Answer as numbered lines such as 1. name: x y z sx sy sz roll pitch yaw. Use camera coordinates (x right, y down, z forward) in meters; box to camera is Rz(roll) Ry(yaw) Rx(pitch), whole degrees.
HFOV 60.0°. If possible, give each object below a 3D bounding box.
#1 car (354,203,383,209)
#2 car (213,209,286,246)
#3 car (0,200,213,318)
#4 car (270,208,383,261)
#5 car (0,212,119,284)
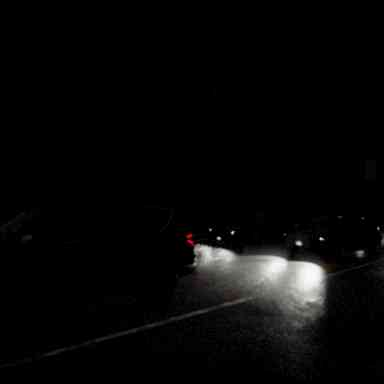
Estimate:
1. car: 11.493 1.409 21.333 5.357 1.411 2.033 0 0 -37
2. car: 3.214 1.469 15.058 5.357 1.411 2.033 0 0 -37
3. car: -2.505 1.214 6.528 5.566 2.045 2.150 -1 0 -35
4. car: 5.089 1.484 12.098 4.181 1.385 1.994 -1 0 -37
5. car: -4.772 1.476 9.209 5.008 1.535 1.882 0 0 -36
